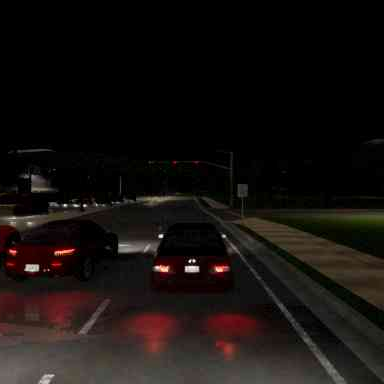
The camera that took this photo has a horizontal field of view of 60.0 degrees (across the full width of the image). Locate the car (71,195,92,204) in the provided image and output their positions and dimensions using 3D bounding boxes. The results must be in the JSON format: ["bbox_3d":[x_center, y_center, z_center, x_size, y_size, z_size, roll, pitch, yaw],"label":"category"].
[{"bbox_3d":[-19.821,1.352,61.095,2.097,1.767,4.553,0,0,0],"label":"car"}]

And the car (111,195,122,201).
[{"bbox_3d":[-19.766,1.589,87.100,1.895,1.301,4.718,0,0,0],"label":"car"}]

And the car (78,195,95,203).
[{"bbox_3d":[-23.269,1.525,73.517,2.128,1.511,4.902,0,0,0],"label":"car"}]

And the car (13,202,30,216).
[{"bbox_3d":[-6.990,1.352,9.755,2.097,1.767,4.553,0,0,0],"label":"car"}]

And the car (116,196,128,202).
[{"bbox_3d":[-16.269,1.540,73.309,2.033,1.411,5.357,0,0,0],"label":"car"}]

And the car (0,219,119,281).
[{"bbox_3d":[-3.496,1.526,9.702,1.812,1.442,4.674,0,0,1],"label":"car"}]

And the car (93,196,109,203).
[{"bbox_3d":[-19.769,1.540,72.541,2.033,1.411,5.357,0,0,0],"label":"car"}]

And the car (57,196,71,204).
[{"bbox_3d":[-23.308,1.504,61.638,1.837,1.490,4.892,0,0,1],"label":"car"}]

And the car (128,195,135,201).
[{"bbox_3d":[-16.266,1.494,87.935,1.837,1.490,4.892,0,0,0],"label":"car"}]

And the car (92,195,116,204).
[{"bbox_3d":[-16.317,1.547,61.863,2.033,1.411,5.357,0,0,1],"label":"car"}]

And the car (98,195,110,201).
[{"bbox_3d":[-23.266,1.545,87.997,1.994,1.385,4.181,0,0,0],"label":"car"}]

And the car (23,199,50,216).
[{"bbox_3d":[-15.785,1.477,32.865,1.882,1.535,5.008,0,0,-2],"label":"car"}]

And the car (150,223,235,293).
[{"bbox_3d":[0.007,1.547,8.991,2.033,1.411,5.357,0,0,0],"label":"car"}]
